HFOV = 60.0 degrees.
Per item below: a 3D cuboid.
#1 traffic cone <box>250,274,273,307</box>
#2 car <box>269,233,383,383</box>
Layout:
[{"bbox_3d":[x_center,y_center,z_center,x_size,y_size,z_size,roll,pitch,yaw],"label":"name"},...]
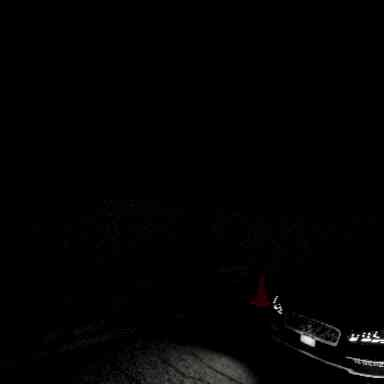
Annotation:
[{"bbox_3d":[1.409,1.959,6.718,0.340,0.580,0.340,0,0,-37],"label":"traffic cone"},{"bbox_3d":[3.305,1.500,5.396,4.892,1.490,1.837,0,0,-37],"label":"car"}]
